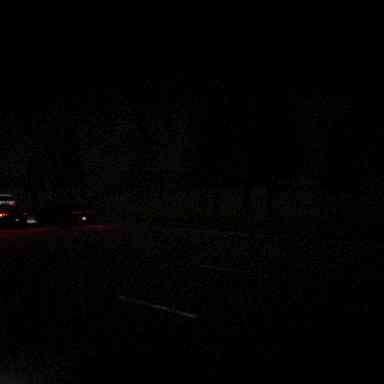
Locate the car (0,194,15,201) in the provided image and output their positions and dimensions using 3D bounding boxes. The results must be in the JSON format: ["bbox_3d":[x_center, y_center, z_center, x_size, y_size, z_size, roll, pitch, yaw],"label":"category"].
[{"bbox_3d":[-17.879,1.185,29.639,5.566,2.045,2.150,0,0,35],"label":"car"}]

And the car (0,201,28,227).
[{"bbox_3d":[-12.424,1.500,21.454,4.674,1.442,1.812,0,0,36],"label":"car"}]

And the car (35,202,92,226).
[{"bbox_3d":[-9.098,1.482,23.382,4.892,1.490,1.837,0,0,36],"label":"car"}]
